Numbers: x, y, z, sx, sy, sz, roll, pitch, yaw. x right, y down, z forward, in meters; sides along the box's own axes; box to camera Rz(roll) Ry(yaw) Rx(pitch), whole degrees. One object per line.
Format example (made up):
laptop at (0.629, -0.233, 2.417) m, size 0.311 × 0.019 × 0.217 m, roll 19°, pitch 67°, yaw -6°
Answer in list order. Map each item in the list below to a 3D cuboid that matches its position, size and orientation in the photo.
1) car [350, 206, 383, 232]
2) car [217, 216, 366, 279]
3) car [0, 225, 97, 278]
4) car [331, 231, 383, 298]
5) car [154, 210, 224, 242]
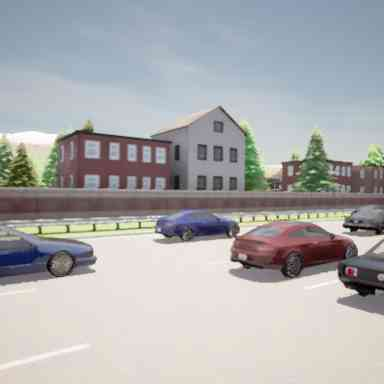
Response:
car at (11.438, 1.779, 20.513) m, size 5.357 × 1.411 × 2.033 m, roll 1°, pitch 0°, yaw -36°
car at (3.245, 1.619, 10.363) m, size 4.674 × 1.442 × 1.812 m, roll 1°, pitch 0°, yaw -36°
car at (-5.307, 1.553, 8.560) m, size 5.357 × 1.411 × 2.033 m, roll 1°, pitch 0°, yaw -36°
car at (5.476, 1.697, 7.654) m, size 4.718 × 1.301 × 1.895 m, roll 1°, pitch 0°, yaw -36°
car at (0.328, 1.635, 16.882) m, size 4.674 × 1.442 × 1.812 m, roll 1°, pitch 0°, yaw -36°
